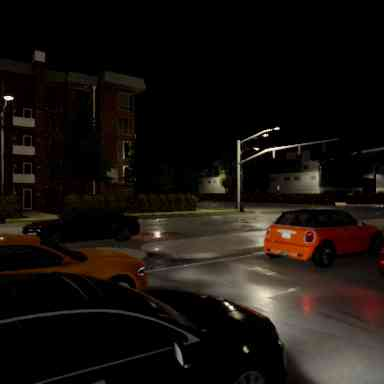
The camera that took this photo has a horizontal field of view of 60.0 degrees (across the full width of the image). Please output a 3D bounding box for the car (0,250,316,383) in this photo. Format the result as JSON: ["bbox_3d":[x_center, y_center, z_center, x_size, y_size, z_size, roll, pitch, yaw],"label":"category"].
[{"bbox_3d":[-1.224,1.505,2.876,4.892,1.490,1.837,0,0,-36],"label":"car"}]

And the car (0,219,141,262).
[{"bbox_3d":[-3.163,1.478,5.792,5.008,1.535,1.882,0,0,-35],"label":"car"}]

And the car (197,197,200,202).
[{"bbox_3d":[0.019,1.572,79.047,1.812,1.442,4.674,0,0,-35],"label":"car"}]

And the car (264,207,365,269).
[{"bbox_3d":[4.633,1.362,11.459,4.553,1.767,2.097,0,0,-35],"label":"car"}]

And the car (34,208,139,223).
[{"bbox_3d":[-4.741,1.482,14.748,5.008,1.535,1.882,0,0,-36],"label":"car"}]

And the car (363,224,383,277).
[{"bbox_3d":[6.612,1.536,8.575,4.674,1.442,1.812,0,0,-34],"label":"car"}]
